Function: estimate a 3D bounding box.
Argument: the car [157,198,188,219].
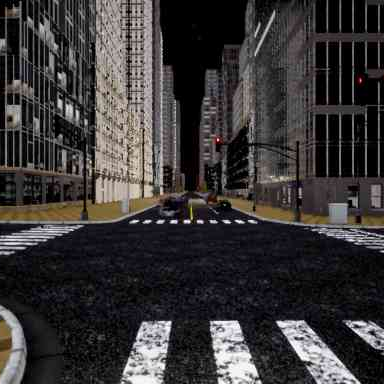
[{"bbox_3d":[-1.709,1.544,29.070,1.812,1.442,4.674,0,0,4],"label":"car"}]

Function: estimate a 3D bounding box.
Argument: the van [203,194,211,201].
[{"bbox_3d":[3.667,1.321,80.482,1.690,1.788,3.998,0,0,0],"label":"van"}]

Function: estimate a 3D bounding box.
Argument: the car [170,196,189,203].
[{"bbox_3d":[-1.571,1.576,44.543,1.994,1.385,4.181,0,0,0],"label":"car"}]

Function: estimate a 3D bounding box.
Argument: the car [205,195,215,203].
[{"bbox_3d":[3.721,1.432,69.427,1.967,1.590,4.097,0,0,0],"label":"car"}]

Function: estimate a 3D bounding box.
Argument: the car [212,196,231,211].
[{"bbox_3d":[3.903,1.579,41.790,1.947,1.339,4.313,0,0,0],"label":"car"}]

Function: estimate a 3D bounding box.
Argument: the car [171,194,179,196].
[{"bbox_3d":[-4.133,1.564,63.861,1.947,1.339,4.313,0,0,0],"label":"car"}]

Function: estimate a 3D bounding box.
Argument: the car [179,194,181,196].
[{"bbox_3d":[-1.592,1.597,65.826,1.895,1.301,4.718,0,0,0],"label":"car"}]

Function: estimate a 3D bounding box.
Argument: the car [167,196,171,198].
[{"bbox_3d":[-4.053,1.593,47.278,1.802,1.307,4.206,0,0,0],"label":"car"}]

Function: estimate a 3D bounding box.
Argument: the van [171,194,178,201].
[{"bbox_3d":[-4.213,1.321,80.444,1.690,1.788,3.998,0,0,0],"label":"van"}]

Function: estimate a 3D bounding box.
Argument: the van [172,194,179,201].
[{"bbox_3d":[-4.239,1.315,85.971,1.690,1.788,3.998,0,0,0],"label":"van"}]

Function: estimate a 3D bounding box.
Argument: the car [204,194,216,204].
[{"bbox_3d":[3.747,1.313,63.899,2.192,1.841,5.009,0,0,0],"label":"car"}]
